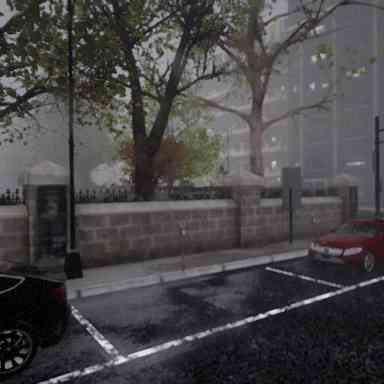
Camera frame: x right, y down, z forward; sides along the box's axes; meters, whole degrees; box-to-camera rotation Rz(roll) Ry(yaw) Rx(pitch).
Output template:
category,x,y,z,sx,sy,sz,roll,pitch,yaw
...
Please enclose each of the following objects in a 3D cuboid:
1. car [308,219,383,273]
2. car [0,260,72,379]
category,x,y,z,sx,sy,sz,roll,pitch,yaw
car,5.383,1.514,10.285,4.206,1.307,1.802,0,0,-35
car,-3.698,1.573,3.954,4.313,1.339,1.947,0,0,-35
